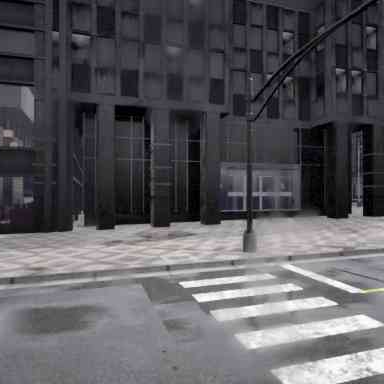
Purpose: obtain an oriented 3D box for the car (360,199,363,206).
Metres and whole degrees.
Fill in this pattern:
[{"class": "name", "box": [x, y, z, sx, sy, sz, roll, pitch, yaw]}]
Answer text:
[{"class": "car", "box": [24.097, 1.272, 44.069, 1.994, 1.385, 4.181, 0, -1, -17]}]
